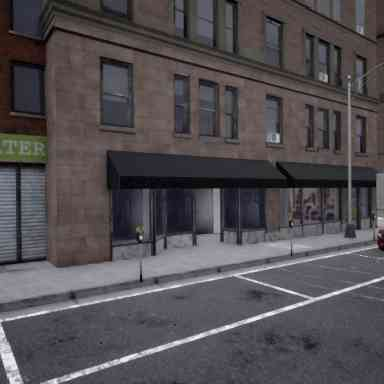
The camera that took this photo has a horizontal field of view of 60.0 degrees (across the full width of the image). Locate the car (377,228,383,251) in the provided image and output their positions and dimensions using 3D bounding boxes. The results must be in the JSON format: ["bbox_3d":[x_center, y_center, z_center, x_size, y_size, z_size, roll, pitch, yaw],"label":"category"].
[{"bbox_3d":[8.926,1.541,12.923,4.507,1.381,1.887,0,-1,-36],"label":"car"}]
